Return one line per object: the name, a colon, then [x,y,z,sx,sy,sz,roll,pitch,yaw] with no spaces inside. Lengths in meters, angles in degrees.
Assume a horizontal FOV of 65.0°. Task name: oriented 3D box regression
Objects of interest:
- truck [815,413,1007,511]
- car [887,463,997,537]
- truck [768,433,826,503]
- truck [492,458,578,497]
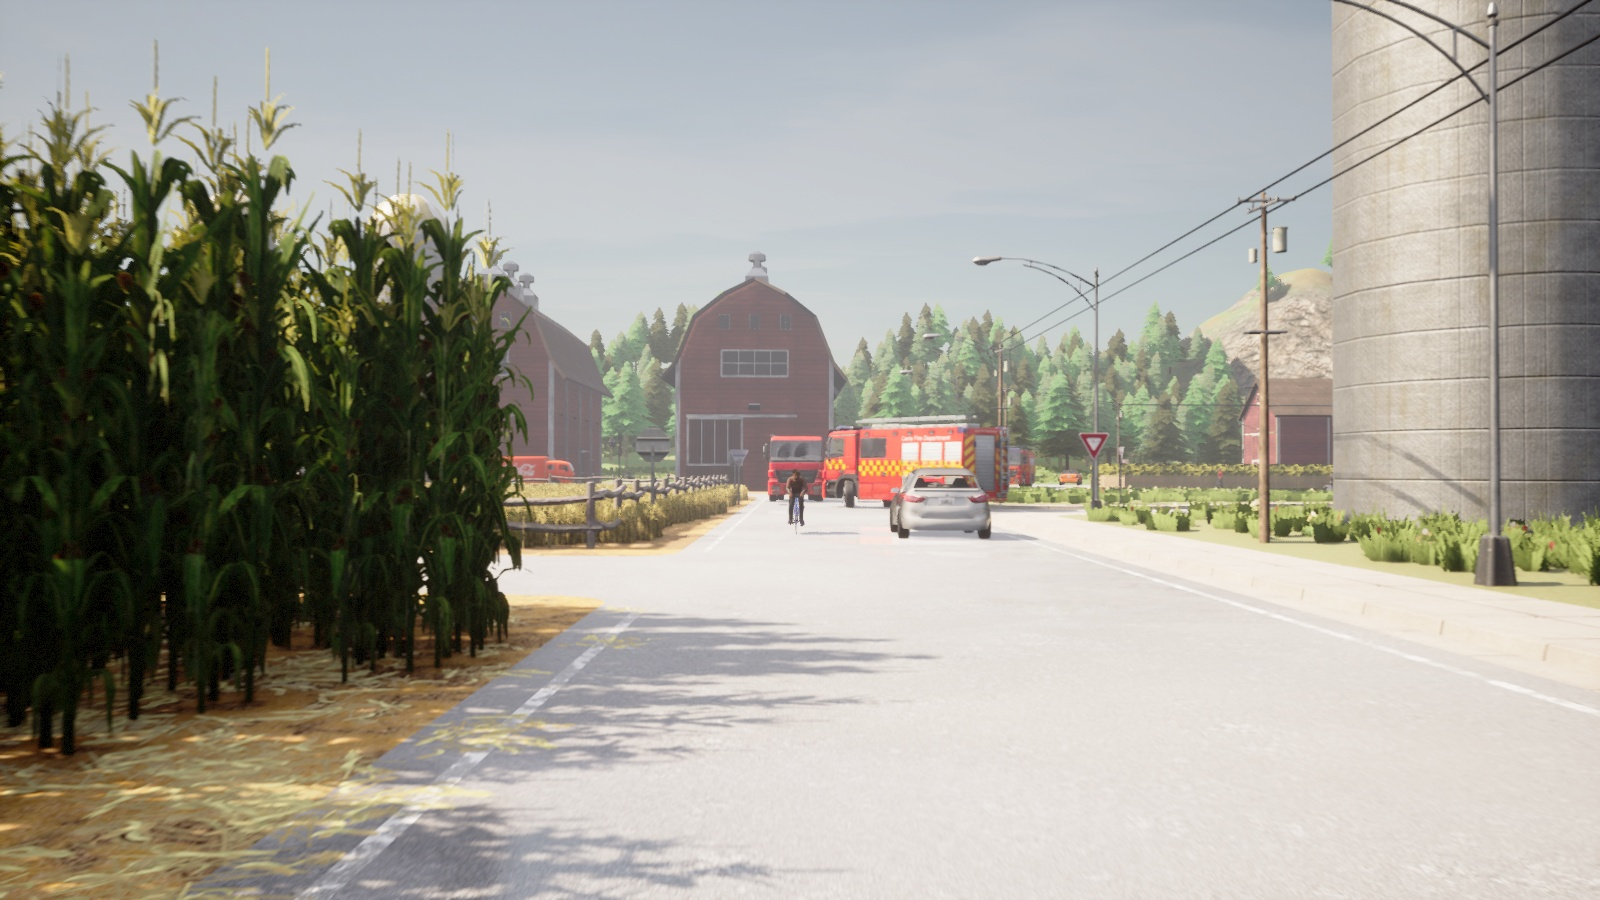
truck: [4.556,0.543,53.442,2.891,3.827,8.468,0,-1,-41]
car: [3.397,1.173,30.910,2.242,1.667,4.611,0,-1,1]
truck: [-0.179,0.965,66.413,2.891,3.462,7.936,0,-1,0]
truck: [-17.354,1.803,82.422,5.204,2.467,2.627,0,-1,-3]
